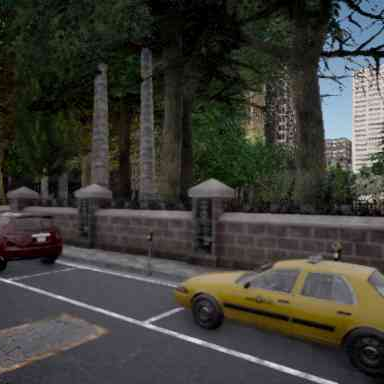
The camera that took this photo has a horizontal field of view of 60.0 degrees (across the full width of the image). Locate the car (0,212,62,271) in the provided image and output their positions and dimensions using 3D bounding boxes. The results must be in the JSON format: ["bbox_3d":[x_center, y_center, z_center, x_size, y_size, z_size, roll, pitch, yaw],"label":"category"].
[{"bbox_3d":[-6.762,1.637,12.134,5.009,1.841,2.192,-1,-2,37],"label":"car"}]

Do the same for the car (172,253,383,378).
[{"bbox_3d":[1.835,1.727,5.688,4.829,1.417,1.752,-1,-2,37],"label":"car"}]
